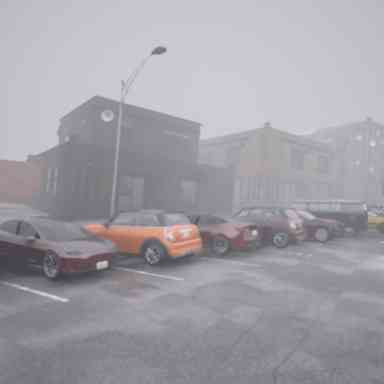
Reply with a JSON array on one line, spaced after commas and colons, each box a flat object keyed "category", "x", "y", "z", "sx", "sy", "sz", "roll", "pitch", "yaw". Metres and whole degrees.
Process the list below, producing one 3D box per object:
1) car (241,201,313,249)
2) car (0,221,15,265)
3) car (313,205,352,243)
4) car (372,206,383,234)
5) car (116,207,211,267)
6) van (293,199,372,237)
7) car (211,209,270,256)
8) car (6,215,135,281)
[{"category": "car", "x": 2.807, "y": 1.443, "z": 15.235, "sx": 4.553, "sy": 1.767, "sz": 2.185, "roll": -1, "pitch": -1, "yaw": 34}, {"category": "car", "x": -6.726, "y": 1.505, "z": 8.266, "sx": 4.674, "sy": 1.452, "sz": 2.002, "roll": -1, "pitch": -1, "yaw": 34}, {"category": "car", "x": 5.159, "y": 1.595, "z": 17.004, "sx": 5.008, "sy": 1.535, "sz": 2.097, "roll": -1, "pitch": -1, "yaw": 34}, {"category": "car", "x": 10.064, "y": 1.643, "z": 20.364, "sx": 5.366, "sy": 1.575, "sz": 1.946, "roll": -1, "pitch": -1, "yaw": 34}, {"category": "car", "x": -1.949, "y": 1.391, "z": 11.744, "sx": 4.553, "sy": 1.767, "sz": 2.185, "roll": -1, "pitch": -1, "yaw": 34}, {"category": "van", "x": 7.439, "y": 1.397, "z": 18.804, "sx": 4.442, "sy": 1.987, "sz": 1.878, "roll": -1, "pitch": -1, "yaw": 34}, {"category": "car", "x": 0.379, "y": 1.573, "z": 13.522, "sx": 4.792, "sy": 1.488, "sz": 2.163, "roll": -1, "pitch": -1, "yaw": 34}, {"category": "car", "x": -4.323, "y": 1.520, "z": 9.999, "sx": 4.792, "sy": 1.488, "sz": 2.163, "roll": -1, "pitch": -1, "yaw": 34}]
